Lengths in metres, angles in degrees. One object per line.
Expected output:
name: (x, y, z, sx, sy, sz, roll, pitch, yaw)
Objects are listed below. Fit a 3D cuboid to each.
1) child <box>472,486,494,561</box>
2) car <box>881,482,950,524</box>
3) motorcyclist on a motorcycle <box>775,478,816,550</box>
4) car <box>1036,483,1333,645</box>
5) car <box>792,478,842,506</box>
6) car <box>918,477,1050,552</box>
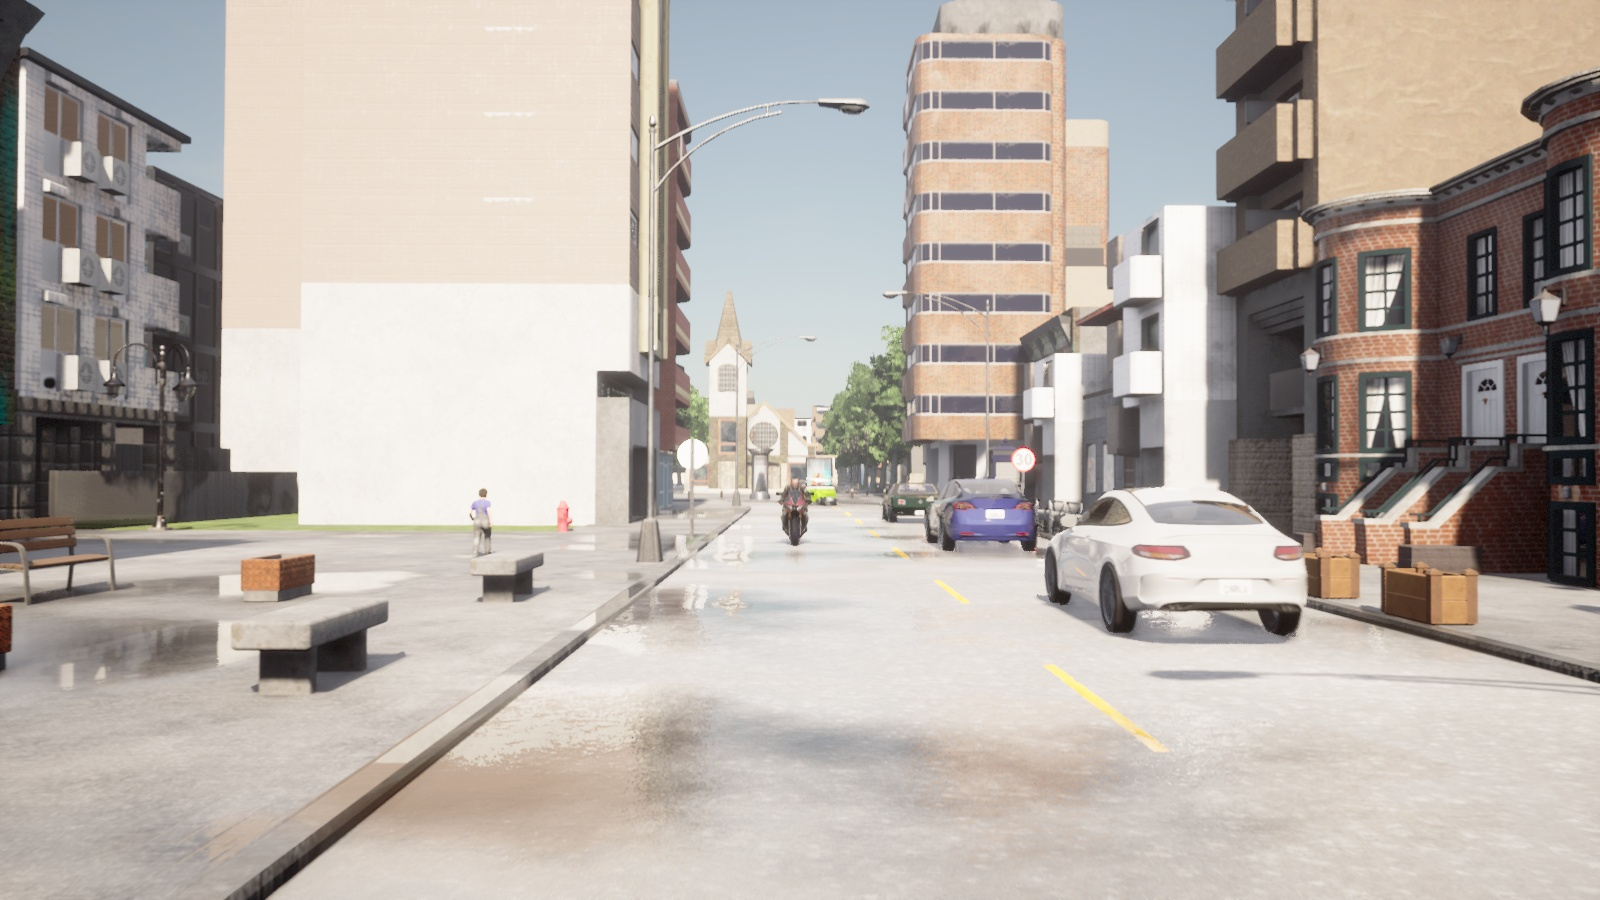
child: (-5.458, 1.258, 21.622, 0.270, 1.263, 0.437, 0, -1, -2)
car: (3.838, 1.742, 42.430, 1.895, 1.301, 4.718, 0, -1, 0)
motorcyclist on a motorcycle: (-0.100, 1.411, 28.152, 0.866, 1.530, 2.191, 0, -1, 0)
car: (3.960, 1.103, 13.843, 1.812, 1.442, 4.674, 0, -1, 0)
car: (0.848, 2.122, 63.259, 1.481, 1.376, 2.207, 1, -1, -34)
car: (3.902, 1.347, 27.501, 2.163, 1.488, 4.792, 0, -1, 0)
